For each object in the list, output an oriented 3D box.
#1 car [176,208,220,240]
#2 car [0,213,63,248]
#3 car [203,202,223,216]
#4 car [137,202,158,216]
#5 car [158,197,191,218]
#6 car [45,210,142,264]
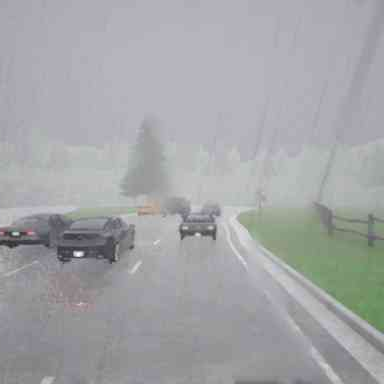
[{"bbox_3d":[0.417,1.790,18.341,1.895,1.301,4.718,0,-1,3],"label":"car"},{"bbox_3d":[-6.746,1.707,15.489,2.033,1.411,5.357,0,-1,3],"label":"car"},{"bbox_3d":[2.228,1.859,35.747,2.128,1.511,4.902,0,-1,10],"label":"car"},{"bbox_3d":[-4.555,1.861,37.348,1.882,1.535,5.008,0,-1,11],"label":"car"},{"bbox_3d":[-1.502,1.581,34.958,2.150,2.045,5.566,0,-1,9],"label":"car"},{"bbox_3d":[-3.336,1.633,12.403,1.837,1.490,4.892,0,-1,2],"label":"car"}]
